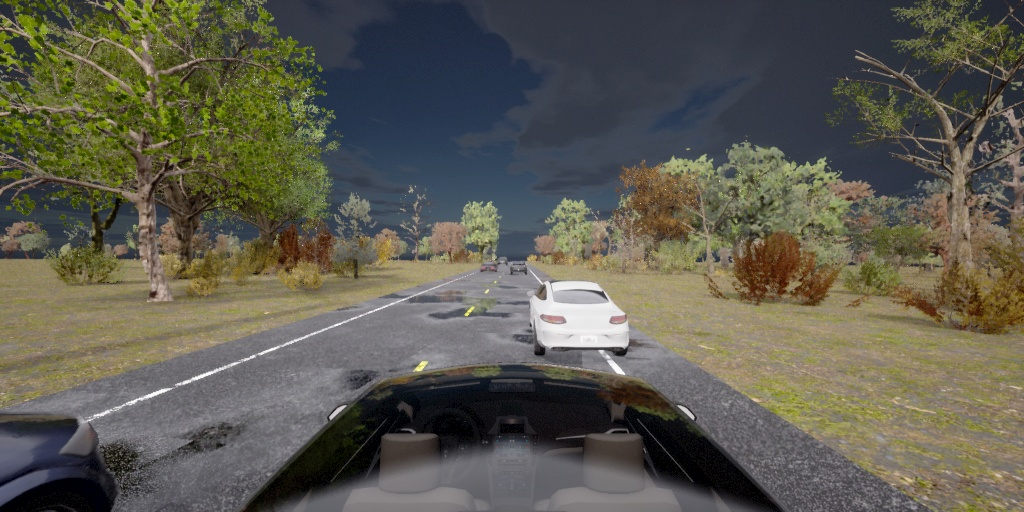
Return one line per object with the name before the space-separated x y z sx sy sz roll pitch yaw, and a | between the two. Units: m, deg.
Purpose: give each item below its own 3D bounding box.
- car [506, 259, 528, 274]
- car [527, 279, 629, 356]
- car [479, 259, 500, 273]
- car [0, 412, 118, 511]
car | 0.789 1.297 41.321 2.128 1.511 4.902 0 0 1
car | 1.369 1.276 8.510 1.812 1.442 4.674 0 0 1
car | -2.847 1.379 44.289 1.994 1.385 4.181 0 0 1
car | -3.592 1.314 0.549 1.994 1.385 4.181 0 0 1
